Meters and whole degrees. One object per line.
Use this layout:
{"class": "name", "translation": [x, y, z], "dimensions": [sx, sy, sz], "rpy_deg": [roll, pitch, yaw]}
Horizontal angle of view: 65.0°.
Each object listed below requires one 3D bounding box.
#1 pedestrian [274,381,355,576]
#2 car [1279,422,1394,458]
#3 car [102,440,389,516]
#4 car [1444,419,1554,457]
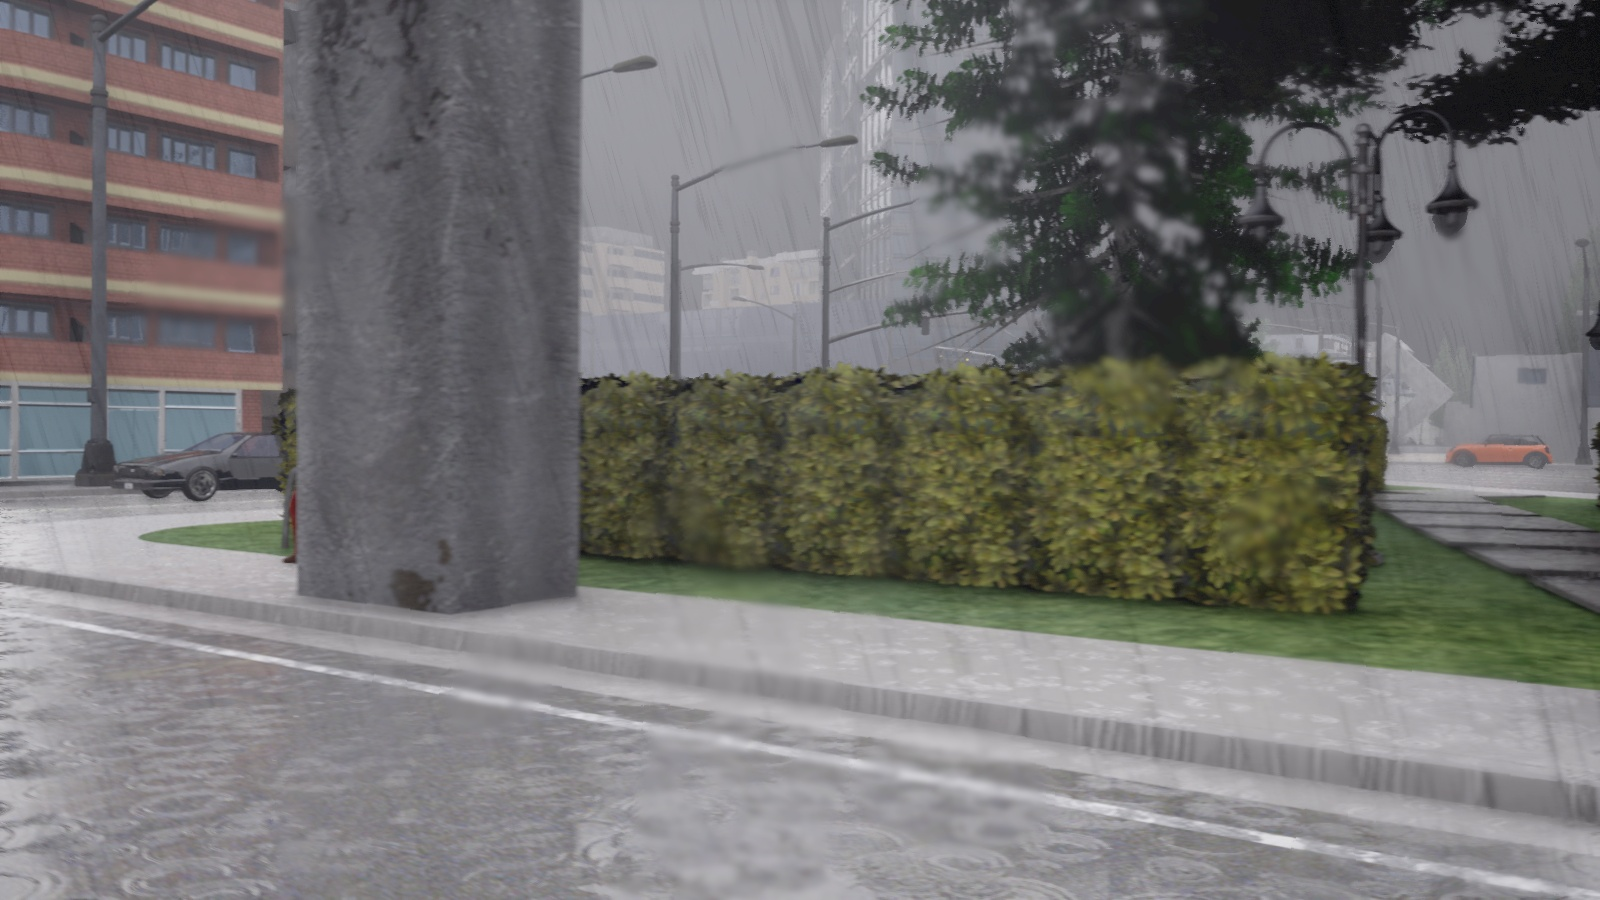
{"class": "pedestrian", "translation": [-4.700, 0.271, 12.169], "dimensions": [0.614, 1.847, 0.353], "rpy_deg": [0, 1, 16]}
{"class": "car", "translation": [25.972, -0.493, 60.925], "dimensions": [4.611, 1.667, 2.242], "rpy_deg": [-1, 0, -5]}
{"class": "car", "translation": [-11.694, 0.518, 26.917], "dimensions": [2.033, 1.411, 5.357], "rpy_deg": [0, 1, 34]}
{"class": "car", "translation": [34.480, -0.590, 61.975], "dimensions": [4.553, 1.767, 2.097], "rpy_deg": [0, 1, 33]}
